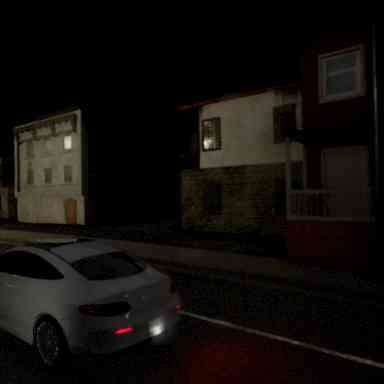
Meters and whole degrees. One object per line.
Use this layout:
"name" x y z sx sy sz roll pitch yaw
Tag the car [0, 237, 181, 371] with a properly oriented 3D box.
"car" -2.318 1.515 5.624 4.674 1.442 1.812 0 0 36
